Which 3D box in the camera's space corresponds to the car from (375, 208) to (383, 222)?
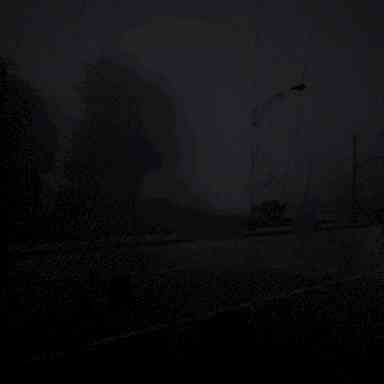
[{"bbox_3d":[18.274,1.997,28.373,1.837,1.490,4.892,1,0,-32],"label":"car"}]
